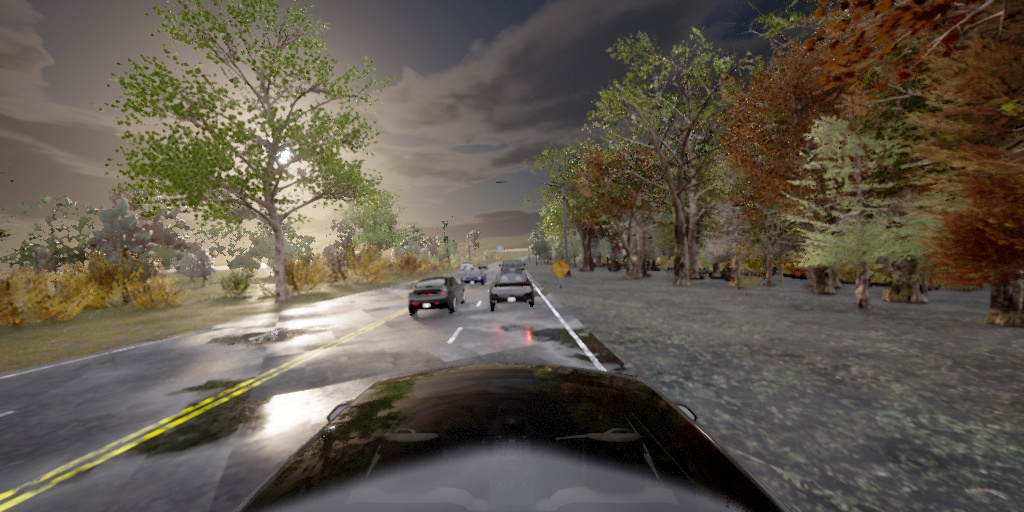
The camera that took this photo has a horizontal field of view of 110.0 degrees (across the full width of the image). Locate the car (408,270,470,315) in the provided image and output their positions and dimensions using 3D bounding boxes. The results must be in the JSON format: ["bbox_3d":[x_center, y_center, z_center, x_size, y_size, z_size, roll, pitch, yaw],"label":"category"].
[{"bbox_3d":[-3.259,1.642,16.121,1.837,1.490,4.892,-3,0,0],"label":"car"}]

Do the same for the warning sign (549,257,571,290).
[{"bbox_3d":[2.869,0.988,21.040,1.300,1.860,1.060,0,0,0],"label":"warning sign"}]

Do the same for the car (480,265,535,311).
[{"bbox_3d":[-0.003,1.404,16.100,2.128,1.511,4.902,-2,1,0],"label":"car"}]

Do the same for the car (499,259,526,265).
[{"bbox_3d":[0.044,1.251,30.824,2.150,2.045,5.566,-2,1,0],"label":"car"}]

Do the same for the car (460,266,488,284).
[{"bbox_3d":[-3.197,1.852,30.916,1.895,1.301,4.718,-3,0,0],"label":"car"}]
